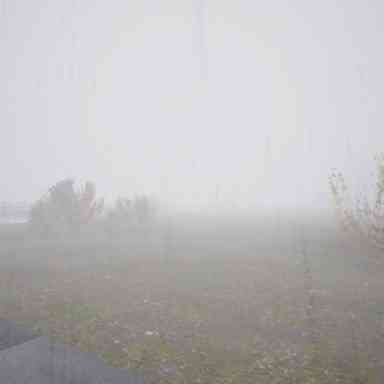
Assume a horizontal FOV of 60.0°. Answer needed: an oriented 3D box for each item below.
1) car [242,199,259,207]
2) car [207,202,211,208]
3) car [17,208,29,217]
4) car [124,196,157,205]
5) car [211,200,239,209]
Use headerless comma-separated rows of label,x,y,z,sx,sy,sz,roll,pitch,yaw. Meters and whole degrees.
car,11.327,2.164,64.388,1.812,1.442,4.674,-1,-1,36
car,4.544,2.148,60.968,1.812,1.442,4.674,-1,-2,36
car,-14.892,1.807,34.121,2.033,1.411,5.357,-1,-1,36
car,-6.831,1.633,45.318,2.150,2.045,5.566,-1,-1,36
car,5.982,2.084,56.961,2.033,1.411,5.357,-1,-1,36
